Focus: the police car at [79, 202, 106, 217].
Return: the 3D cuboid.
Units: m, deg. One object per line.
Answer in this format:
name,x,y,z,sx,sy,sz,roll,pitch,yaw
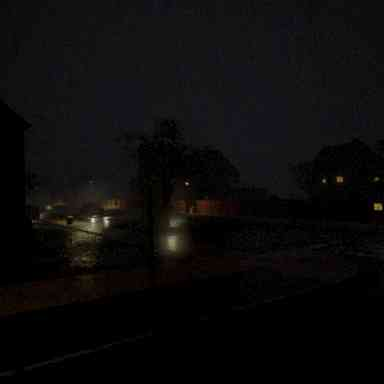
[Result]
police car,-11.808,2.034,39.368,1.930,1.638,5.238,-2,0,-36
